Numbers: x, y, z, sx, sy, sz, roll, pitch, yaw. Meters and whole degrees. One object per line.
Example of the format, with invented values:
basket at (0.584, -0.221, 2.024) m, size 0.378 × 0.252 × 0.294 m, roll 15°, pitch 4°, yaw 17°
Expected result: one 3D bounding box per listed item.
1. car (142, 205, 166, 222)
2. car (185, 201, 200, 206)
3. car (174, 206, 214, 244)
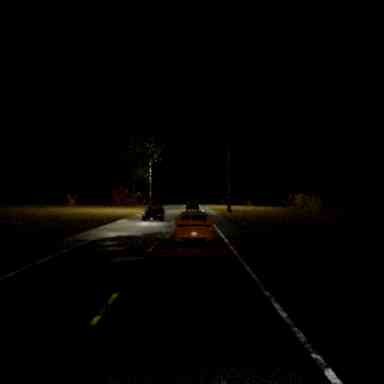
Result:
car at (-3.509, 1.970, 31.510) m, size 2.033 × 1.411 × 5.357 m, roll 0°, pitch -1°, yaw 0°
car at (0.086, 2.144, 48.392) m, size 1.837 × 1.490 × 4.892 m, roll 0°, pitch -1°, yaw 0°
car at (0.095, 1.710, 17.182) m, size 1.882 × 1.535 × 5.008 m, roll 0°, pitch -1°, yaw 0°
